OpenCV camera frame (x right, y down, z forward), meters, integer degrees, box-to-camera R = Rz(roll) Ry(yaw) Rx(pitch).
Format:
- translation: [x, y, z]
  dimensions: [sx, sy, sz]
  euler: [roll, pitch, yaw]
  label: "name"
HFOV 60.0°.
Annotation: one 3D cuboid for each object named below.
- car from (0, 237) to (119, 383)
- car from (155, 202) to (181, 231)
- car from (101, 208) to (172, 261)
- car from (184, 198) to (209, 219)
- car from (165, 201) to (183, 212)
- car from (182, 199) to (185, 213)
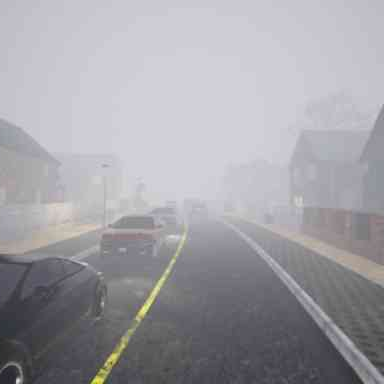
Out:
- translation: [-2.651, 1.586, 4.503]
  dimensions: [1.994, 1.385, 4.181]
  euler: [1, -1, 5]
  label: "car"
- translation: [-1.941, 1.731, 22.805]
  dimensions: [1.882, 1.535, 5.008]
  euler: [1, -1, 0]
  label: "car"
- translation: [-2.127, 1.610, 13.169]
  dimensions: [1.882, 1.535, 5.008]
  euler: [1, -1, 2]
  label: "car"
- translation: [0.598, 1.820, 35.177]
  dimensions: [2.097, 1.767, 4.553]
  euler: [1, -1, -3]
  label: "car"
- translation: [-2.145, 1.937, 33.093]
  dimensions: [2.033, 1.411, 5.357]
  euler: [1, -1, -2]
  label: "car"
- translation: [-0.193, 1.827, 44.911]
  dimensions: [2.150, 2.045, 5.566]
  euler: [1, -1, -6]
  label: "car"
